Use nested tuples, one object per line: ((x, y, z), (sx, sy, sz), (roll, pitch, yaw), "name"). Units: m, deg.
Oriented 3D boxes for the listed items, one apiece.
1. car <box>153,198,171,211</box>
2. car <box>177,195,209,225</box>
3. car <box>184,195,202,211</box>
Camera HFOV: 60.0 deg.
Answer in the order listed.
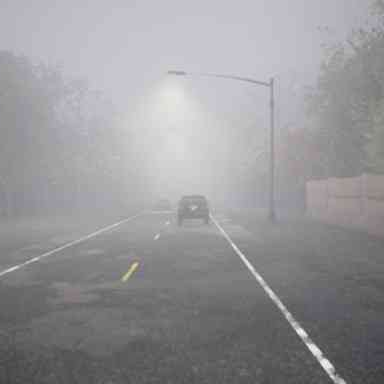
((-3.581, 1.490, 40.582), (1.837, 1.490, 4.892), (0, 0, 0), "car")
((0.100, 1.216, 24.486), (2.150, 2.045, 5.566), (0, 0, 0), "car")
((0.104, 1.336, 41.370), (2.097, 1.767, 4.553), (0, 0, 0), "car")
